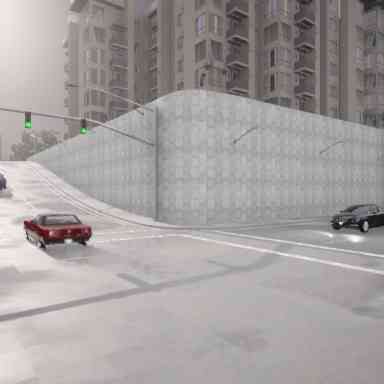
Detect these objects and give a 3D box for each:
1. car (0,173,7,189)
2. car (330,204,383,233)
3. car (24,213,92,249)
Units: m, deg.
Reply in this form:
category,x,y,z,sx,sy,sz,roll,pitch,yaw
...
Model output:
category,x,y,z,sx,sy,sz,roll,pitch,yaw
car,-21.037,-1.398,35.483,1.882,1.535,5.008,0,12,-36
car,10.268,1.505,19.936,4.892,1.490,1.837,0,0,-36
car,-6.096,1.599,14.723,1.895,1.301,4.718,0,0,-36
